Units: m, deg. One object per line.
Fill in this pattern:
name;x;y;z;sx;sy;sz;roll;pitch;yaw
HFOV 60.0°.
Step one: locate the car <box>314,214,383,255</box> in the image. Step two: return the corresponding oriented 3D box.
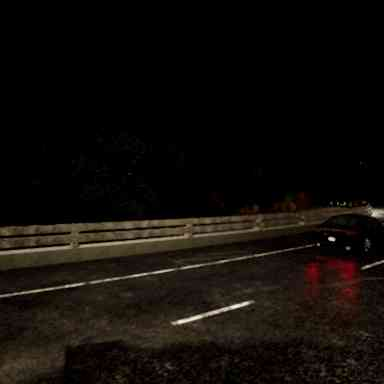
car;7.227;1.709;14.632;5.008;1.535;1.882;1;-1;-43
